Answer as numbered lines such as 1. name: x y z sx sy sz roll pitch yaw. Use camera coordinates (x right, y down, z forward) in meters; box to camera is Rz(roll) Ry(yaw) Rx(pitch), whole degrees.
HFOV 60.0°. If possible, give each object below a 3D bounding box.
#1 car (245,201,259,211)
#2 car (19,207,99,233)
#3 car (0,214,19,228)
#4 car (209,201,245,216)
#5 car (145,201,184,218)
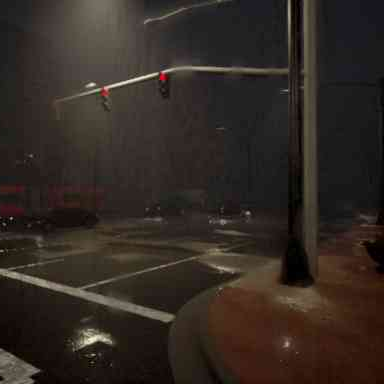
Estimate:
1. car: 8.808 2.202 51.625 1.812 1.442 4.674 0 -1 35
2. car: -8.248 1.721 21.521 1.812 1.442 4.674 0 0 36
3. car: -11.007 1.811 23.652 1.895 1.301 4.718 0 -1 35
4. car: 3.848 1.813 38.655 2.097 1.767 4.553 0 -1 35
5. car: -2.872 1.735 35.207 2.097 1.767 4.553 0 -1 35
